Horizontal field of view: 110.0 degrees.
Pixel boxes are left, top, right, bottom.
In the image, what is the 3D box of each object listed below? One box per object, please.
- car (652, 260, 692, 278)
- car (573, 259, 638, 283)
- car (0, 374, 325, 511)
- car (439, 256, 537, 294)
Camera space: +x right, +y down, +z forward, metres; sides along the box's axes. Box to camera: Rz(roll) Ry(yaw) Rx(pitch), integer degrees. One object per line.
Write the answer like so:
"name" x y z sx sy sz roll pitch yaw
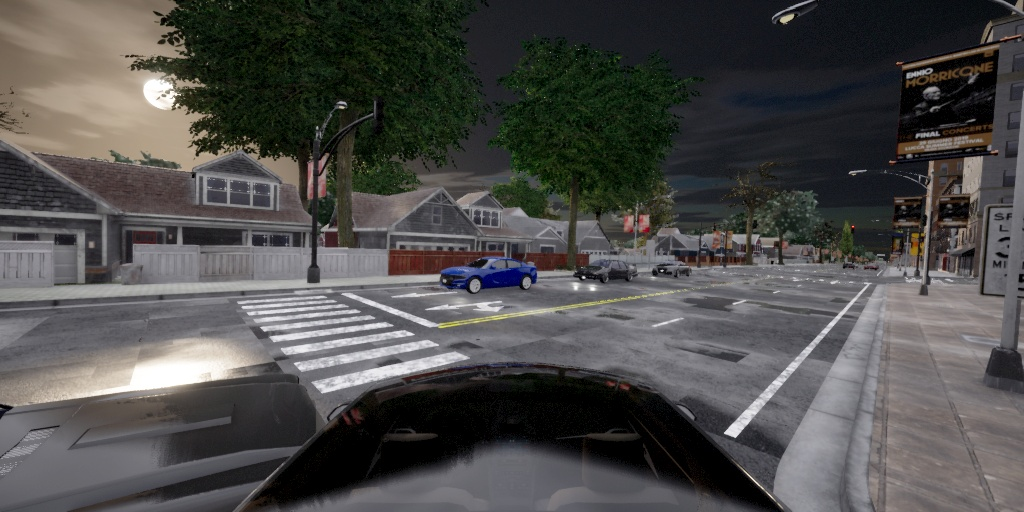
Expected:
"car" 13.536 1.026 30.271 4.181 1.385 1.994 1 2 -44
"car" 6.269 0.928 23.422 5.357 1.411 2.033 1 2 -43
"car" -3.317 1.274 1.413 4.718 1.301 1.895 1 2 -33
"car" -0.966 0.781 16.575 5.008 1.535 1.882 1 2 -43
